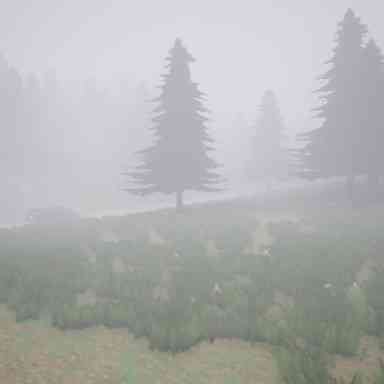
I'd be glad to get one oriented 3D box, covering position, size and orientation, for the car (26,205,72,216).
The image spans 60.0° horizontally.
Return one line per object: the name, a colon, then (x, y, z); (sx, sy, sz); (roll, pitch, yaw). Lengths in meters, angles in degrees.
car: (-10.494, 1.796, 25.835); (1.837, 1.490, 4.892); (-1, -6, 21)
